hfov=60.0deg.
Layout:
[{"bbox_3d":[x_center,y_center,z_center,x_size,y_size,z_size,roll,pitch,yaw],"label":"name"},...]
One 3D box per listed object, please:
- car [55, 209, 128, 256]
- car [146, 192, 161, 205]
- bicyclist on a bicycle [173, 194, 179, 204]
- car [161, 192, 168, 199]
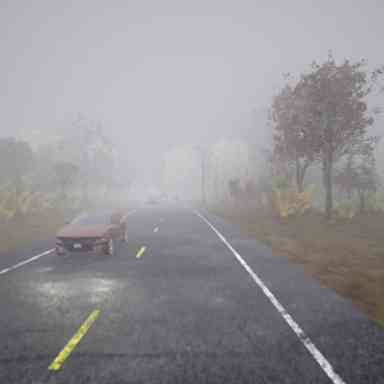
[{"bbox_3d":[-3.817,1.485,13.362,1.882,1.535,5.008,0,0,-2],"label":"car"},{"bbox_3d":[-6.604,1.303,55.699,2.097,1.767,4.553,0,0,-6],"label":"car"},{"bbox_3d":[-2.842,1.378,62.768,0.582,1.620,1.656,0,0,-7],"label":"bicyclist on a bicycle"},{"bbox_3d":[-7.709,0.904,89.750,2.150,2.045,5.566,0,0,-10],"label":"car"}]
